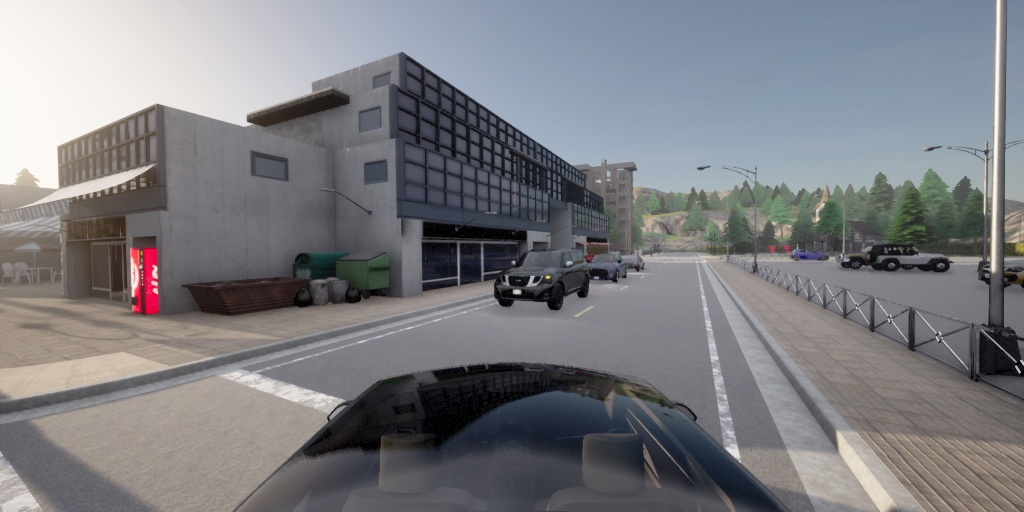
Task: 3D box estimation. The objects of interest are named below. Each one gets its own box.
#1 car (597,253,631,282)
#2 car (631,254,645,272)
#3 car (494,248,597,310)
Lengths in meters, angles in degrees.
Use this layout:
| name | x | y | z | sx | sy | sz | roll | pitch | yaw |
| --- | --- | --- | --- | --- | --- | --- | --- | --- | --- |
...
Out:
| name | x | y | z | sx | sy | sz | roll | pitch | yaw |
| --- | --- | --- | --- | --- | --- | --- | --- | --- | --- |
| car | 5.871 | 0.627 | 22.615 | 2.097 | 1.767 | 4.553 | 0 | 1 | 27 |
| car | 10.518 | 0.559 | 31.732 | 1.812 | 1.442 | 4.674 | 0 | 1 | 27 |
| car | 1.409 | 0.730 | 13.849 | 2.150 | 2.045 | 5.566 | 0 | 1 | 27 |
